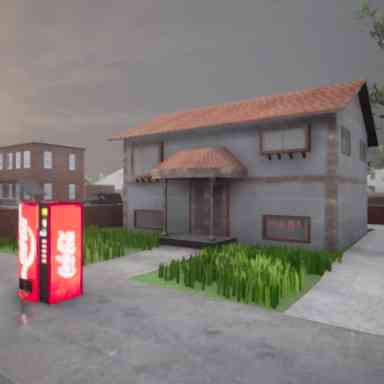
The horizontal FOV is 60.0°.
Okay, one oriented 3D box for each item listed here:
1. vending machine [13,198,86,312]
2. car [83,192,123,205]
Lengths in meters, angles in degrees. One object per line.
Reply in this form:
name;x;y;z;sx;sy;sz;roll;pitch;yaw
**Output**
vending machine;-2.939;1.193;6.924;0.880;2.100;1.100;0;0;35
car;-6.422;0.966;23.158;3.866;1.878;1.905;0;0;35
